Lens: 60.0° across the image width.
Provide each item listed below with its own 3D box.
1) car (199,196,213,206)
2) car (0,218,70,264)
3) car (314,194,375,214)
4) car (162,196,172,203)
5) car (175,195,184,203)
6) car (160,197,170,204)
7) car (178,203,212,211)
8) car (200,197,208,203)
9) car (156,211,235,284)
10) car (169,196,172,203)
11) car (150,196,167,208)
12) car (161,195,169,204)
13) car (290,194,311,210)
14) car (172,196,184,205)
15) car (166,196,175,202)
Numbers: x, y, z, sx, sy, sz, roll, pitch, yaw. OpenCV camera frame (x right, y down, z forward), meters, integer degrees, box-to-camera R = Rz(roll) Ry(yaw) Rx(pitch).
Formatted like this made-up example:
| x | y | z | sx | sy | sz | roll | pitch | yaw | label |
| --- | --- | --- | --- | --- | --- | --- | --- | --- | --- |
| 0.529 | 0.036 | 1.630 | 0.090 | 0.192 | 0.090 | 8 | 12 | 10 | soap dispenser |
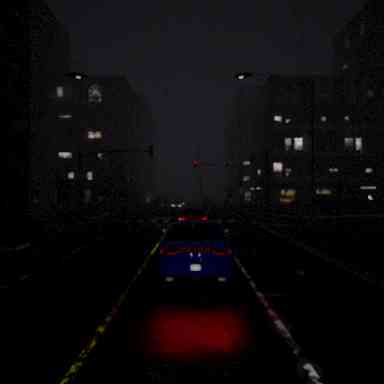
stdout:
| x | y | z | sx | sy | sz | roll | pitch | yaw | label |
| --- | --- | --- | --- | --- | --- | --- | --- | --- | --- |
| 2.687 | 1.682 | 59.634 | 1.967 | 1.590 | 4.097 | 0 | 0 | 0 | car |
| -5.743 | 1.627 | 11.926 | 1.802 | 1.307 | 4.206 | 0 | 0 | 0 | car |
| 14.692 | 1.148 | 31.889 | 5.009 | 1.841 | 2.192 | -1 | 1 | 0 | car |
| -5.693 | 1.759 | 76.679 | 1.967 | 1.590 | 4.097 | 0 | 0 | 0 | car |
| -3.002 | 1.686 | 82.382 | 2.097 | 1.767 | 4.553 | 0 | 0 | 0 | car |
| -5.693 | 1.817 | 70.826 | 1.752 | 1.417 | 4.829 | 0 | 0 | 0 | car |
| 0.096 | 1.602 | 20.055 | 1.812 | 1.442 | 4.674 | 0 | 0 | 2 | car |
| 2.688 | 1.900 | 76.681 | 1.802 | 1.307 | 4.206 | 0 | 0 | 0 | car |
| 0.098 | 1.514 | 9.697 | 1.882 | 1.535 | 5.008 | 0 | -1 | 0 | car |
| -5.693 | 1.582 | 65.315 | 2.192 | 1.841 | 5.009 | 0 | 0 | 0 | car |
| -5.692 | 1.783 | 53.949 | 1.947 | 1.339 | 4.313 | 0 | 0 | 0 | car |
| -5.693 | 1.767 | 59.462 | 1.752 | 1.417 | 4.829 | 0 | 0 | 0 | car |
| 14.558 | 1.165 | 40.267 | 5.009 | 1.841 | 2.192 | -1 | 1 | 0 | car |
| -3.006 | 1.817 | 66.016 | 2.033 | 1.411 | 5.357 | 0 | 0 | 0 | car |
| -5.693 | 1.812 | 88.045 | 1.967 | 1.590 | 4.097 | 0 | 0 | 0 | car |
